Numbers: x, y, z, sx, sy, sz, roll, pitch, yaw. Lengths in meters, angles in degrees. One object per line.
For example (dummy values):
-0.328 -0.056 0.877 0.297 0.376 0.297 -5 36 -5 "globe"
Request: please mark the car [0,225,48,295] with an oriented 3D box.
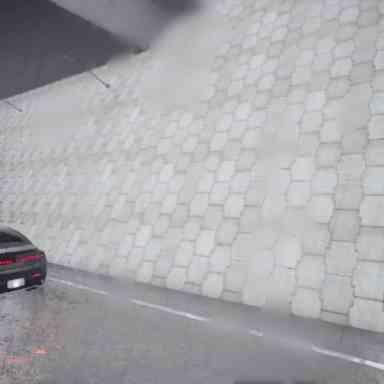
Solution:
-5.350 1.507 7.810 4.892 1.490 1.837 0 0 36 "car"
